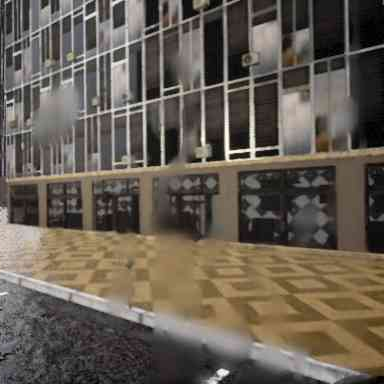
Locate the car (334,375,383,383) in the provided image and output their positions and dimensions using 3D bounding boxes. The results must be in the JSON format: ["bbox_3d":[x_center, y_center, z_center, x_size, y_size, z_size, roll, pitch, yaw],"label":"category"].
[{"bbox_3d":[2.425,1.569,1.122,4.313,1.339,1.947,0,-1,36],"label":"car"}]
